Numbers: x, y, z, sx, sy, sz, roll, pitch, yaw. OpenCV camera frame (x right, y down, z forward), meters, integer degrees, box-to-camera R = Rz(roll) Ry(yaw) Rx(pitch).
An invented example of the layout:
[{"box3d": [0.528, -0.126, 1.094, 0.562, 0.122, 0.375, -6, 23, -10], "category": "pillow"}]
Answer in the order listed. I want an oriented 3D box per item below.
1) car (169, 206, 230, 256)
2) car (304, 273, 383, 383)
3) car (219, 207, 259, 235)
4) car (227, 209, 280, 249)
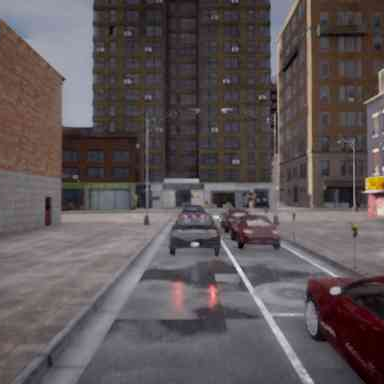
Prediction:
[{"box3d": [0.114, 1.543, 13.463, 2.128, 1.511, 4.902, 0, 0, 0], "category": "car"}, {"box3d": [2.656, 1.557, 3.632, 1.887, 1.381, 4.507, 1, 0, 0], "category": "car"}, {"box3d": [2.675, 1.662, 19.947, 1.802, 1.307, 4.206, 1, 0, 0], "category": "car"}, {"box3d": [2.668, 1.638, 14.508, 1.802, 1.307, 4.206, 1, 0, 0], "category": "car"}]
